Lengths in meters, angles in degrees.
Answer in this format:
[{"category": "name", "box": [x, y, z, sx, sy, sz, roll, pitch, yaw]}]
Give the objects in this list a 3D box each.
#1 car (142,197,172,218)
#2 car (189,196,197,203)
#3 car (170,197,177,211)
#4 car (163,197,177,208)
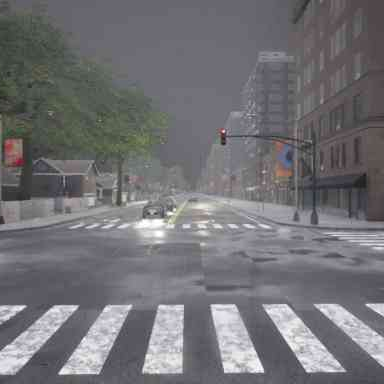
[{"category": "car", "box": [-3.297, 1.504, 30.093, 2.128, 1.511, 4.902, 0, 0, 0]}, {"category": "car", "box": [0.209, 1.546, 70.222, 2.128, 1.511, 4.902, 0, 0, 0]}, {"category": "car", "box": [-3.278, 1.372, 39.828, 2.097, 1.767, 4.553, 0, 0, 0]}, {"category": "car", "box": [-3.256, 1.554, 49.785, 1.812, 1.442, 4.674, 0, 0, 0]}]
